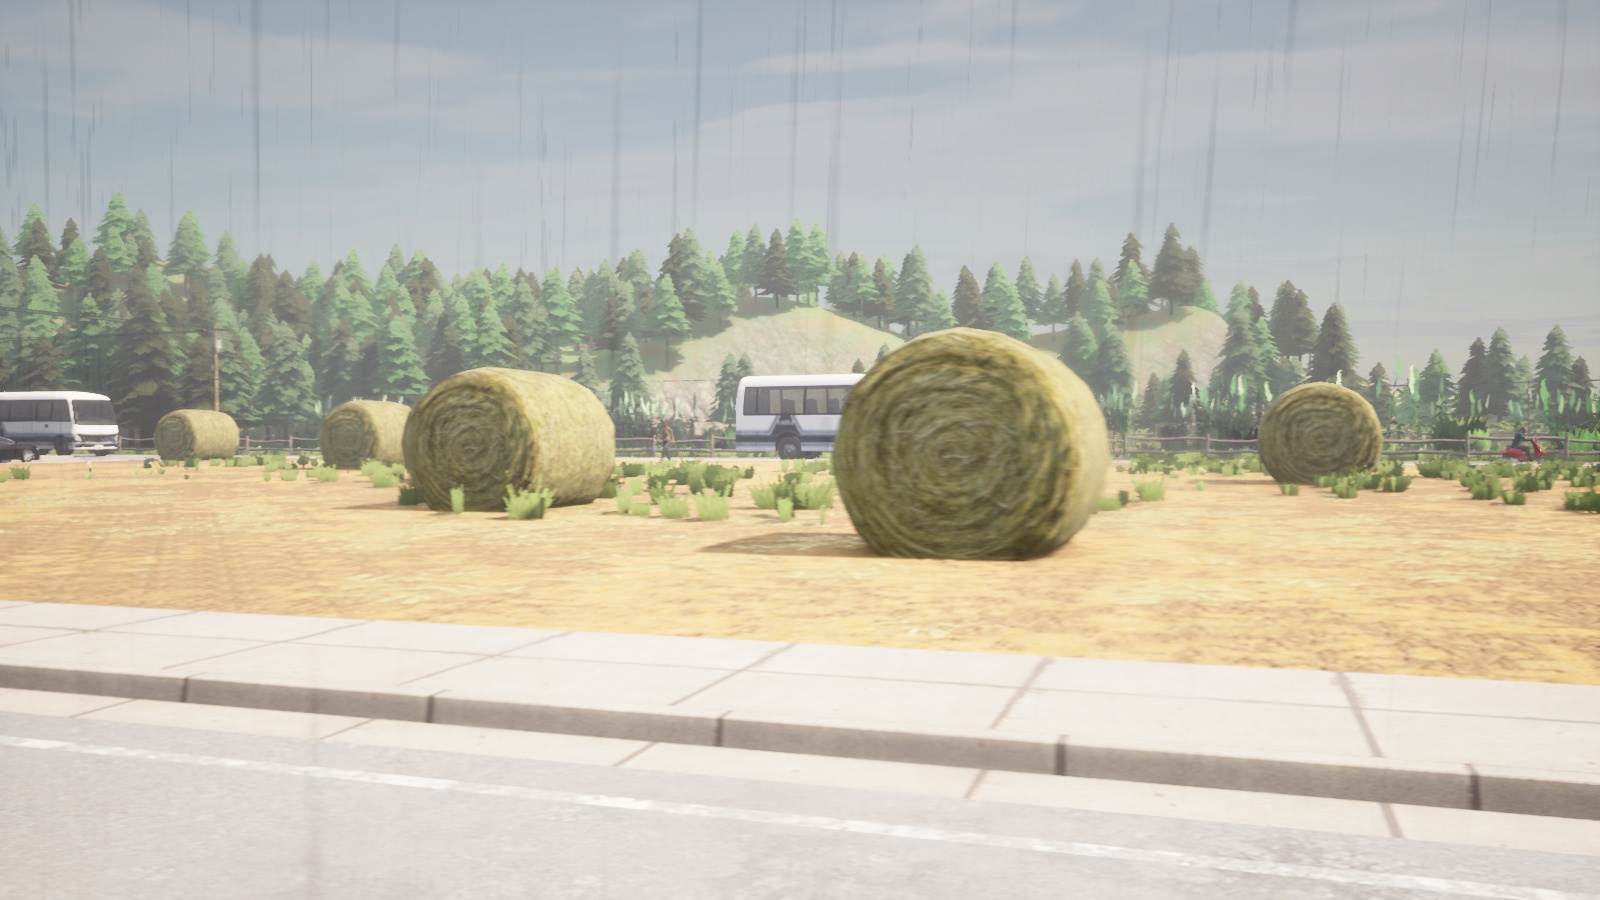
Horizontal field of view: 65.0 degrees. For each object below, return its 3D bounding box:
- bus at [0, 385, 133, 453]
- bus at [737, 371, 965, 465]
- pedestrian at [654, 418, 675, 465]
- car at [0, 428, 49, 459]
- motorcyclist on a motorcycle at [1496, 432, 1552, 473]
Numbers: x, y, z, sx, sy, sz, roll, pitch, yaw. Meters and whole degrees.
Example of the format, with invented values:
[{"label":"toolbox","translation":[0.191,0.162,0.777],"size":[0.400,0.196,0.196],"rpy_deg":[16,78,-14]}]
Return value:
[{"label":"bus","translation":[-48.997,-2.057,82.052],"size":[10.273,4.253,3.944],"rpy_deg":[1,1,22]},{"label":"bus","translation":[2.462,-1.523,60.822],"size":[10.273,4.253,3.944],"rpy_deg":[1,1,22]},{"label":"pedestrian","translation":[-5.286,-0.335,48.944],"size":[0.328,1.805,0.869],"rpy_deg":[1,1,34]},{"label":"car","translation":[-40.483,-0.346,62.641],"size":[2.128,1.511,4.902],"rpy_deg":[1,1,20]},{"label":"motorcyclist on a motorcycle","translation":[28.806,0.080,49.974],"size":[1.817,1.590,0.866],"rpy_deg":[1,1,22]}]
